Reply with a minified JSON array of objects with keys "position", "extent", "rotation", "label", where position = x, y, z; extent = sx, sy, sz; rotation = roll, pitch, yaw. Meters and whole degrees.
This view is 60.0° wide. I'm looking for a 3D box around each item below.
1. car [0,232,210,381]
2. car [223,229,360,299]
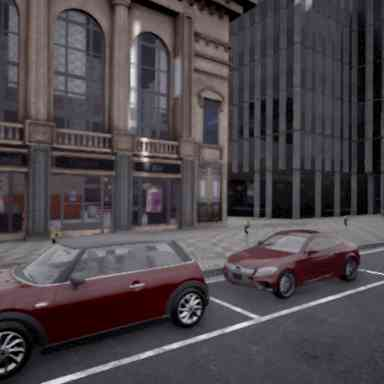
[{"position":[-1.755,1.457,5.396],"extent":[4.097,1.590,1.967],"rotation":[1,0,-35],"label":"car"},{"position":[2.712,1.654,8.581],"extent":[4.206,1.307,1.802],"rotation":[1,0,-35],"label":"car"}]
